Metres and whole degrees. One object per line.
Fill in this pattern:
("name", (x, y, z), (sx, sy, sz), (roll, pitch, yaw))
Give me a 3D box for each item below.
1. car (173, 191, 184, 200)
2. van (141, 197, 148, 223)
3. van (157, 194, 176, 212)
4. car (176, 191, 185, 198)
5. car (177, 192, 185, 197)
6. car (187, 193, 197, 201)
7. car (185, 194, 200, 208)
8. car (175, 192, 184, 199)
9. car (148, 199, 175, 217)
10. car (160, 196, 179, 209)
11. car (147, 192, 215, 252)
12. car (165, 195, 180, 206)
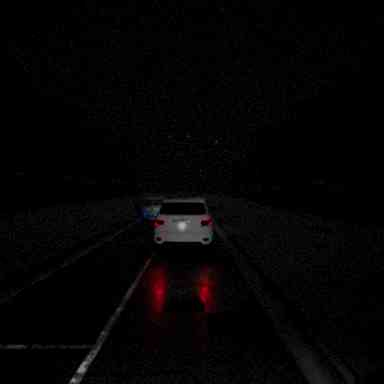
("car", (-2.735, 0.682, 68.562), (1.967, 1.590, 4.097), (1, 1, 0))
("van", (-2.668, 1.235, 24.234), (1.690, 1.788, 3.998), (0, 0, 0))
("van", (-2.682, 1.105, 35.324), (1.690, 1.788, 3.998), (1, 1, 0))
("car", (-2.755, 0.543, 79.640), (1.967, 1.590, 4.097), (1, 1, 0))
("car", (-2.766, 0.593, 85.181), (2.008, 1.369, 4.403), (1, 1, 0))
("car", (0.004, 0.860, 60.504), (1.837, 1.490, 4.892), (0, 0, 0))
("car", (0.032, 1.144, 43.414), (1.837, 1.490, 4.892), (0, 1, 0))
("car", (-2.746, 0.697, 73.932), (1.752, 1.417, 4.829), (1, 1, 0))
("car", (-2.677, 1.386, 29.781), (2.008, 1.369, 4.403), (1, 1, 0))
("car", (-2.691, 1.246, 40.871), (1.947, 1.339, 4.313), (1, 1, 0))
("car", (-0.218, 1.190, 13.891), (2.150, 2.045, 5.566), (0, 0, 2))
("car", (-2.698, 1.168, 46.411), (1.802, 1.307, 4.206), (1, 1, 0))
